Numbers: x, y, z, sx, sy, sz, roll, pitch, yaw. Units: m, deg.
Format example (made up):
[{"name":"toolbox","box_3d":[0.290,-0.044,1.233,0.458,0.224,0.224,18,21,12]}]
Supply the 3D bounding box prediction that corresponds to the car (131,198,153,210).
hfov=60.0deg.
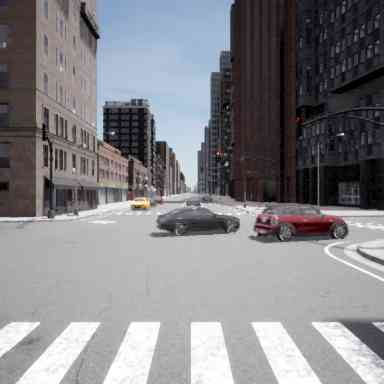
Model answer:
[{"name":"car","box_3d":[-6.514,1.481,42.186,1.882,1.535,5.008,0,0,0]}]

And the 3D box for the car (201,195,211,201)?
[{"name":"car","box_3d":[3.411,1.492,81.372,2.128,1.511,4.902,0,0,0]}]

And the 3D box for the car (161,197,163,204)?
[{"name":"car","box_3d":[-6.440,1.482,61.857,1.882,1.535,5.008,0,0,0]}]

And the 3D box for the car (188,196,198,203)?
[{"name":"car","box_3d":[0.190,1.561,70.461,1.994,1.385,4.181,0,0,0]}]

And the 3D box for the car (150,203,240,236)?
[{"name":"car","box_3d":[0.332,1.527,18.074,4.674,1.442,1.812,0,0,-19]}]

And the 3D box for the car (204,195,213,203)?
[{"name":"car","box_3d":[3.391,1.525,70.952,2.128,1.511,4.902,0,0,0]}]

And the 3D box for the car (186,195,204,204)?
[{"name":"car","box_3d":[0.156,1.496,44.683,2.128,1.511,4.902,0,0,0]}]

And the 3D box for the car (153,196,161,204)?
[{"name":"car","box_3d":[-6.481,1.569,51.436,1.994,1.385,4.181,0,0,1]}]

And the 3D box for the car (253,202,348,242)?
[{"name":"car","box_3d":[5.383,1.381,16.421,4.553,1.767,2.097,1,0,-19]}]
